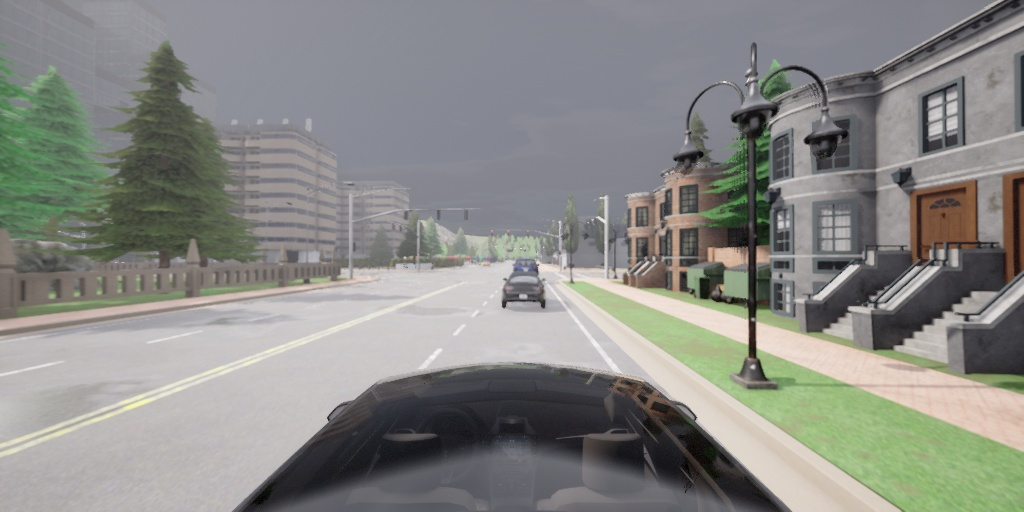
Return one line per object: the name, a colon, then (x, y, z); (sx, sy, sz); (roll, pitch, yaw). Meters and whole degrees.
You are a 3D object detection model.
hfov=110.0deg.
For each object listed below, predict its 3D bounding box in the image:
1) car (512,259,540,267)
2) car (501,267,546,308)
car: (1.201, 1.238, 30.710); (2.150, 2.045, 5.566); (0, 0, 3)
car: (0.547, 1.410, 16.074); (1.812, 1.442, 4.674); (0, 0, 3)
